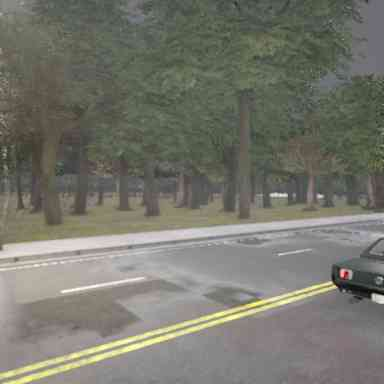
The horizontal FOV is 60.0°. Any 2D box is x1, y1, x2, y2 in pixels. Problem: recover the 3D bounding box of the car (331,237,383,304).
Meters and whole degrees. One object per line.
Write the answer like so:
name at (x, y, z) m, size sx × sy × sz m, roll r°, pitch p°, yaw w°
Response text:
car at (5.099, 1.575, 7.081) m, size 4.718 × 1.301 × 1.895 m, roll 0°, pitch 0°, yaw -36°
